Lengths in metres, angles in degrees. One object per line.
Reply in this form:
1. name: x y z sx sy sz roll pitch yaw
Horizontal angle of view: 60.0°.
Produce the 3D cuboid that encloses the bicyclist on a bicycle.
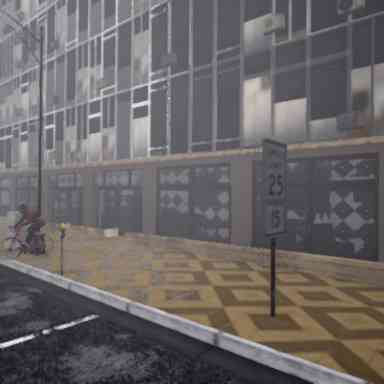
1. bicyclist on a bicycle: -4.913 1.193 9.943 0.582 1.620 1.656 1 0 39
